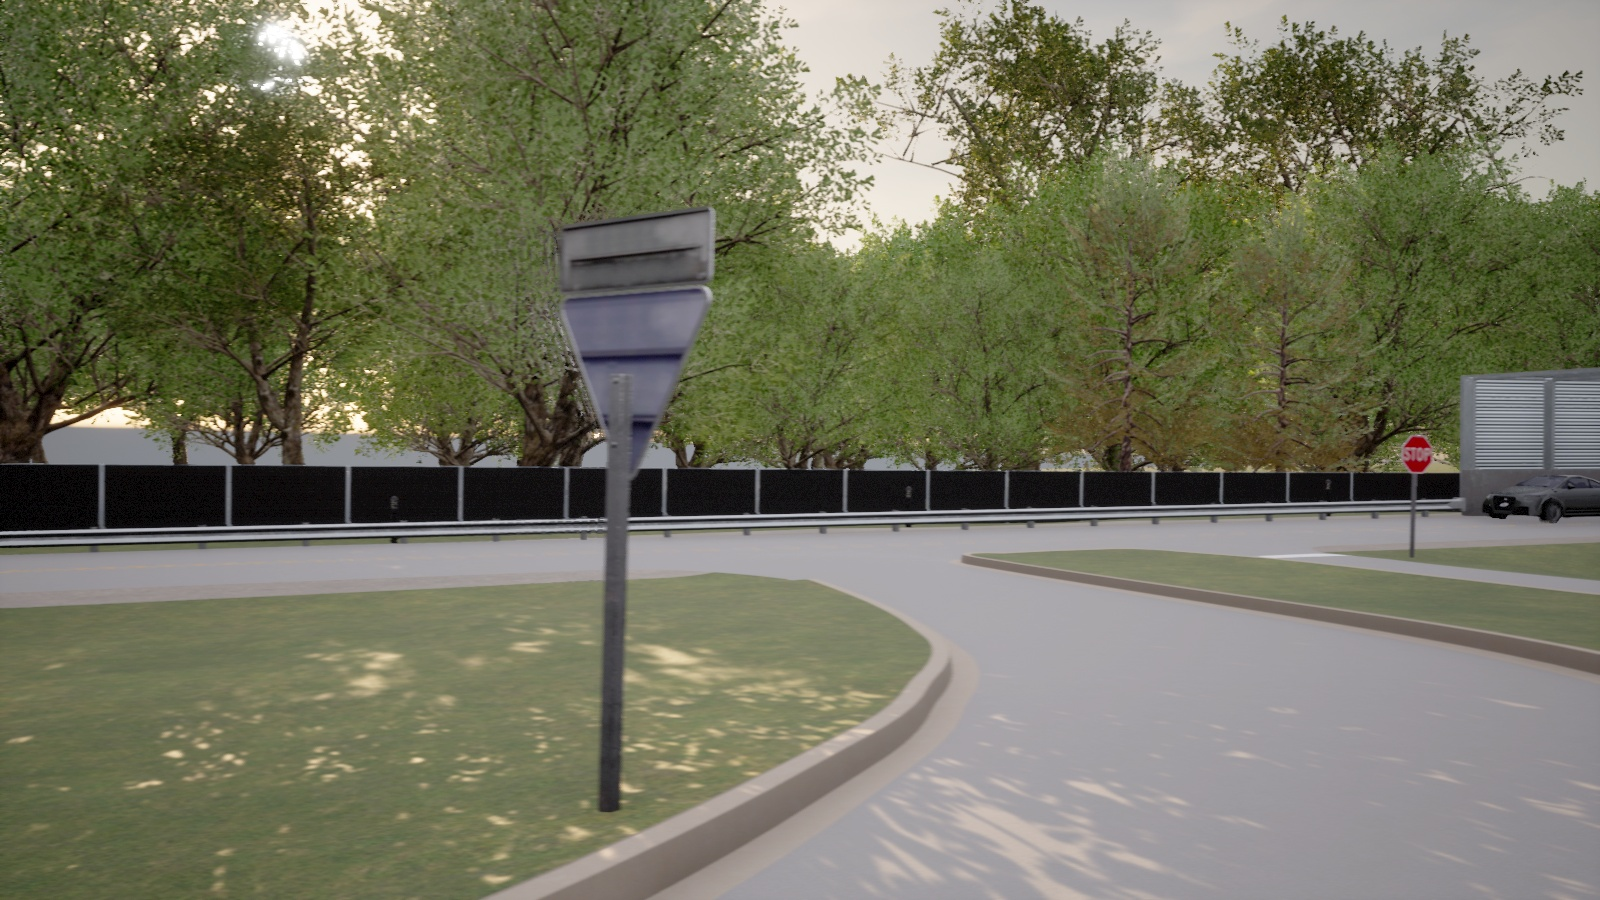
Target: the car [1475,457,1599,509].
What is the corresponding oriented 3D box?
[{"bbox_3d":[22.820,0.949,37.868,4.181,1.385,1.994,-1,1,-18],"label":"car"}]
